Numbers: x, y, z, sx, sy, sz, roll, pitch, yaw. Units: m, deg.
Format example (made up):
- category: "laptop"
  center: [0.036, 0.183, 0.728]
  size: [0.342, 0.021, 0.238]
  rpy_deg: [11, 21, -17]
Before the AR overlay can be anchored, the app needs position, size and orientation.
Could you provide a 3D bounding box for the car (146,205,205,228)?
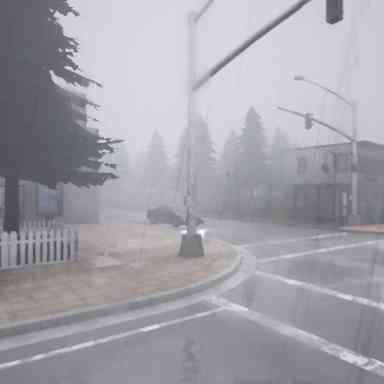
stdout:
- category: "car"
  center: [-1.300, 1.592, 22.955]
  size: [2.033, 1.411, 5.357]
  rpy_deg: [0, 0, -34]
